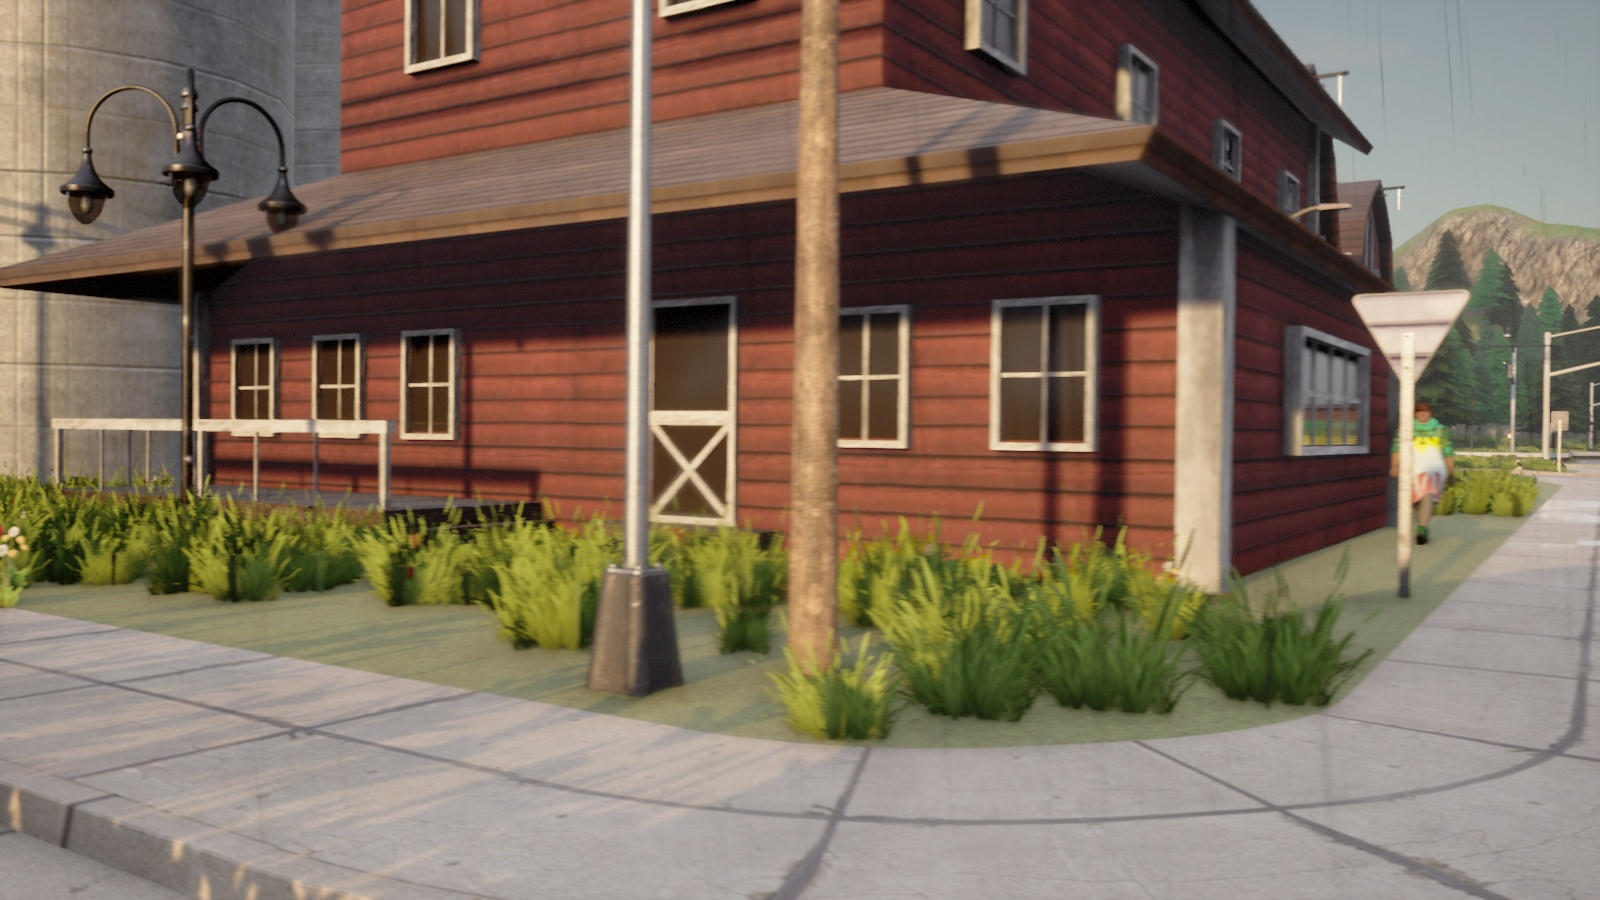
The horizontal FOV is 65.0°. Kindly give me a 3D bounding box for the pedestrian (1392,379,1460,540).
[{"bbox_3d":[7.879,0.111,15.786,0.659,1.952,0.873,0,1,34],"label":"pedestrian"}]

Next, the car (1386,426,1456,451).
[{"bbox_3d":[41.721,-0.767,84.349,3.988,1.617,1.851,0,1,34],"label":"car"}]
